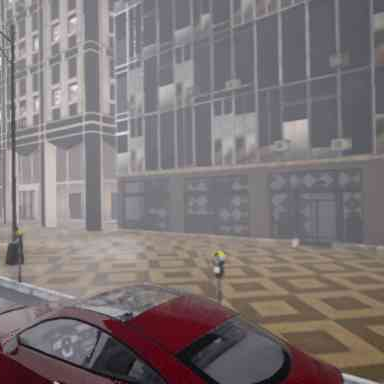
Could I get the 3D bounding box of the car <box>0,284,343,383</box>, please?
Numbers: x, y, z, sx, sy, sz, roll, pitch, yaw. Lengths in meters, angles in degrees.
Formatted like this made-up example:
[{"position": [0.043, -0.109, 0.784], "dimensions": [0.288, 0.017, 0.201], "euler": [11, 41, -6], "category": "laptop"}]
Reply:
[{"position": [-0.704, 1.606, 3.235], "dimensions": [4.206, 1.307, 1.802], "euler": [-1, -1, 36], "category": "car"}]
